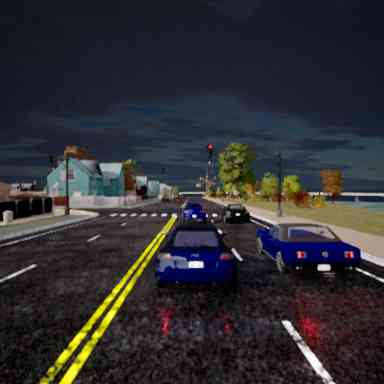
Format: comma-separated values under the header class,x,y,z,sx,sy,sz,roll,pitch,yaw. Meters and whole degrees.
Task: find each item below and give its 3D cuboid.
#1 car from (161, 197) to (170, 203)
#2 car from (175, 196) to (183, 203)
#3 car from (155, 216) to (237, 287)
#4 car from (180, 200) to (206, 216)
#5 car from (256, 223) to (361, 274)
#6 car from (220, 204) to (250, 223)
class,x,y,z,sx,sy,sz,roll,pitch,yaw
car,-6.448,1.838,80.367,1.994,1.385,4.181,0,0,0
car,-3.198,1.764,80.365,1.882,1.535,5.008,0,0,0
car,0.101,1.590,9.408,1.994,1.385,4.181,0,0,0
car,0.105,1.601,26.440,1.812,1.442,4.674,0,-1,-2
car,3.358,1.630,10.651,1.895,1.301,4.718,0,0,0
car,3.367,1.637,26.381,1.994,1.385,4.181,0,0,0
